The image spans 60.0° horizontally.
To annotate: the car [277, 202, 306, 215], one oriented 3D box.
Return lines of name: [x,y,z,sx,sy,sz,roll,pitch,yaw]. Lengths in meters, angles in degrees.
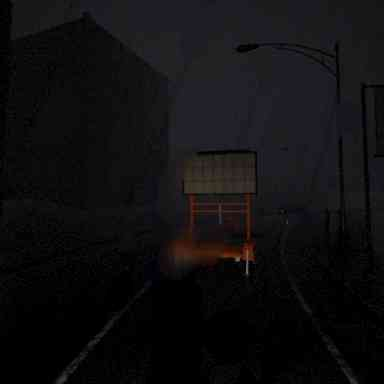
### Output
car: [11.649,1.915,38.811,2.128,1.511,4.902,-4,-3,41]

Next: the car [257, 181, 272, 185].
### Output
car: [14.312,-1.703,71.967,4.674,1.452,2.002,2,-5,-24]

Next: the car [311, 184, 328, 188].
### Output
car: [29.375,-1.113,79.377,4.792,1.488,2.163,2,-5,-27]

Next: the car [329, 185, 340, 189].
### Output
car: [34.219,-0.888,82.014,4.674,1.452,2.002,3,-5,-29]

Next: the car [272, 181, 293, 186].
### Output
car: [19.341,-1.554,74.306,5.008,1.535,2.097,2,-5,-25]

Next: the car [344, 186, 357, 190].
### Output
car: [38.919,-0.707,84.710,4.892,1.521,2.231,3,-5,-30]

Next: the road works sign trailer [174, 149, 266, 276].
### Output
road works sign trailer: [0.918,0.487,10.640,2.380,3.560,2.880,-1,0,17]

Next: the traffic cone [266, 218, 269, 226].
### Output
traffic cone: [5.162,2.062,22.969,0.340,0.580,0.340,-2,-1,16]

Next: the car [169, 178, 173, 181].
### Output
car: [-5.962,-2.461,63.433,4.553,1.767,2.185,2,-5,-23]

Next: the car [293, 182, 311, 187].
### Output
car: [24.297,-1.481,76.748,4.553,1.767,2.185,2,-5,-26]

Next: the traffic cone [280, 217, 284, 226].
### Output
traffic cone: [6.113,2.031,22.681,0.340,0.580,0.340,-2,-1,17]
